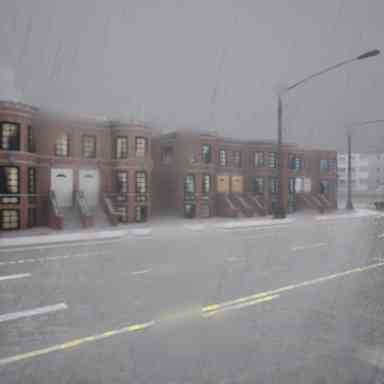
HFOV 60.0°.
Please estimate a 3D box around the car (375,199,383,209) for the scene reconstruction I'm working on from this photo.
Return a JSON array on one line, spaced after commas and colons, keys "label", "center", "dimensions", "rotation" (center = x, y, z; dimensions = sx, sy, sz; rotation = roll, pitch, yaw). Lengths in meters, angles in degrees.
[{"label": "car", "center": [26.126, 1.635, 43.427], "dimensions": [1.895, 1.301, 4.718], "rotation": [0, 0, -4]}]
